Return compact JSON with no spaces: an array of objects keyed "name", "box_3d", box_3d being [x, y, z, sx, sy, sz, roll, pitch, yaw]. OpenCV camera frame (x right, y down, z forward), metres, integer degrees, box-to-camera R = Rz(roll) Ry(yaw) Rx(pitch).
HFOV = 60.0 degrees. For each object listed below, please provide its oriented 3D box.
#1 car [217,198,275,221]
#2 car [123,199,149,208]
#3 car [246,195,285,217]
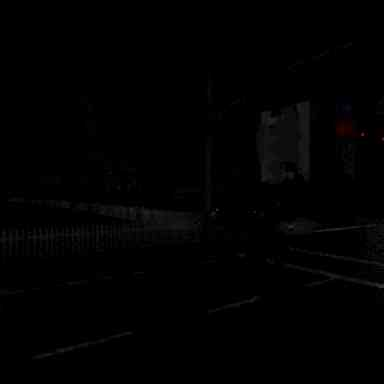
[{"name":"car","box_3d":[4.026,1.514,27.394,2.128,1.511,4.902,0,0,-34]},{"name":"car","box_3d":[-7.443,1.626,44.471,1.895,1.301,4.718,0,0,-34]},{"name":"car","box_3d":[6.075,1.251,31.055,2.150,2.045,5.566,0,0,-35]}]
